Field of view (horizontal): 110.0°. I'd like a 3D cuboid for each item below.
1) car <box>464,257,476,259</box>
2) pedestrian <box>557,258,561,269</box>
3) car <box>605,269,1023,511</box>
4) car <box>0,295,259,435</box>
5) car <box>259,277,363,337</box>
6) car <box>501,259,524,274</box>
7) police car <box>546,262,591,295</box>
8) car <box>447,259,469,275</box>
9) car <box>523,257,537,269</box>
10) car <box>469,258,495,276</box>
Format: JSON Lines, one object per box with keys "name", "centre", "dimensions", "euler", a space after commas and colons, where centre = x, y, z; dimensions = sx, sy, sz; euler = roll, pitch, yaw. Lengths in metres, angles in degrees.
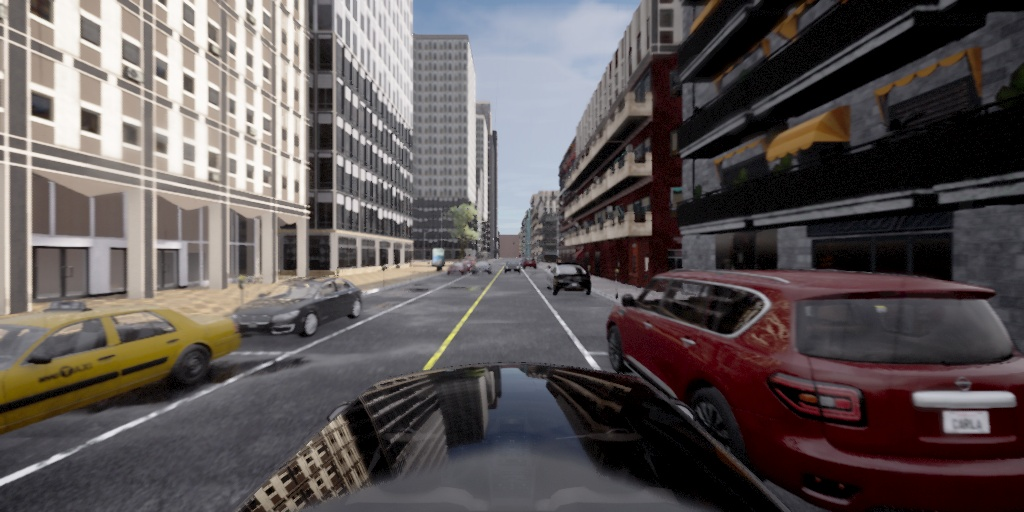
{"name": "car", "centre": [-5.698, 1.160, 43.365], "dimensions": [1.967, 1.591, 4.097], "euler": [0, 0, 0]}
{"name": "pedestrian", "centre": [2.996, 1.028, 22.792], "dimensions": [0.375, 1.860, 0.375], "euler": [0, 0, -1]}
{"name": "car", "centre": [2.690, 1.062, 4.511], "dimensions": [2.192, 1.841, 5.009], "euler": [0, 0, 0]}
{"name": "car", "centre": [-5.691, 1.273, 4.339], "dimensions": [1.751, 1.417, 4.829], "euler": [0, 0, 0]}
{"name": "car", "centre": [-5.692, 1.293, 10.060], "dimensions": [2.007, 1.370, 4.403], "euler": [0, 0, 0]}
{"name": "car", "centre": [0.057, 1.323, 41.449], "dimensions": [1.895, 1.301, 4.718], "euler": [0, 0, 0]}
{"name": "police car", "centre": [2.997, 1.161, 19.786], "dimensions": [1.930, 1.638, 5.238], "euler": [0, 0, 0]}
{"name": "car", "centre": [-5.696, 1.305, 37.814], "dimensions": [1.802, 1.307, 4.207], "euler": [0, 0, 0]}
{"name": "car", "centre": [2.681, 1.030, 54.469], "dimensions": [2.192, 1.841, 5.009], "euler": [0, 0, 0]}
{"name": "car", "centre": [-3.098, 1.249, 37.497], "dimensions": [1.812, 1.442, 4.674], "euler": [0, 0, 0]}
